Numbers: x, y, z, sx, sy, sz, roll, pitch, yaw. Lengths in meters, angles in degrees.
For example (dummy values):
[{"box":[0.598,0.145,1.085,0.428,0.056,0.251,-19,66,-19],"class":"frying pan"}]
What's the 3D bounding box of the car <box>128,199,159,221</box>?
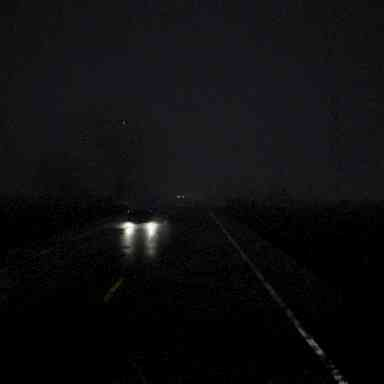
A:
[{"box":[-3.587,1.244,25.204,1.882,1.535,5.008,0,0,0],"class":"car"}]
